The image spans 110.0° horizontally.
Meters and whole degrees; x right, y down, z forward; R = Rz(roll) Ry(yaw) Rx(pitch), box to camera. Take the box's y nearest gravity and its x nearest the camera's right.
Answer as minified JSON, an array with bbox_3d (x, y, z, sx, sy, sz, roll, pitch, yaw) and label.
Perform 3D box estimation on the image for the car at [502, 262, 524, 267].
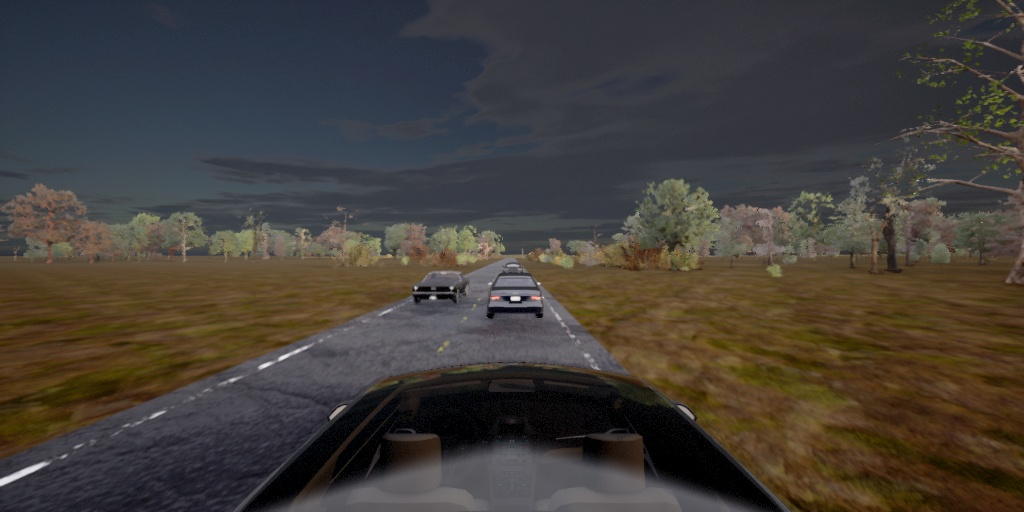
[{"bbox_3d":[0.101,1.275,32.357,1.812,1.442,4.674,0,0,0],"label":"car"}]

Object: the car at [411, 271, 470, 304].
[{"bbox_3d":[-3.102,1.350,16.351,1.895,1.301,4.718,0,0,0],"label":"car"}]

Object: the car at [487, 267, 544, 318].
[{"bbox_3d":[0.101,1.297,13.019,2.033,1.411,5.357,0,0,0],"label":"car"}]
